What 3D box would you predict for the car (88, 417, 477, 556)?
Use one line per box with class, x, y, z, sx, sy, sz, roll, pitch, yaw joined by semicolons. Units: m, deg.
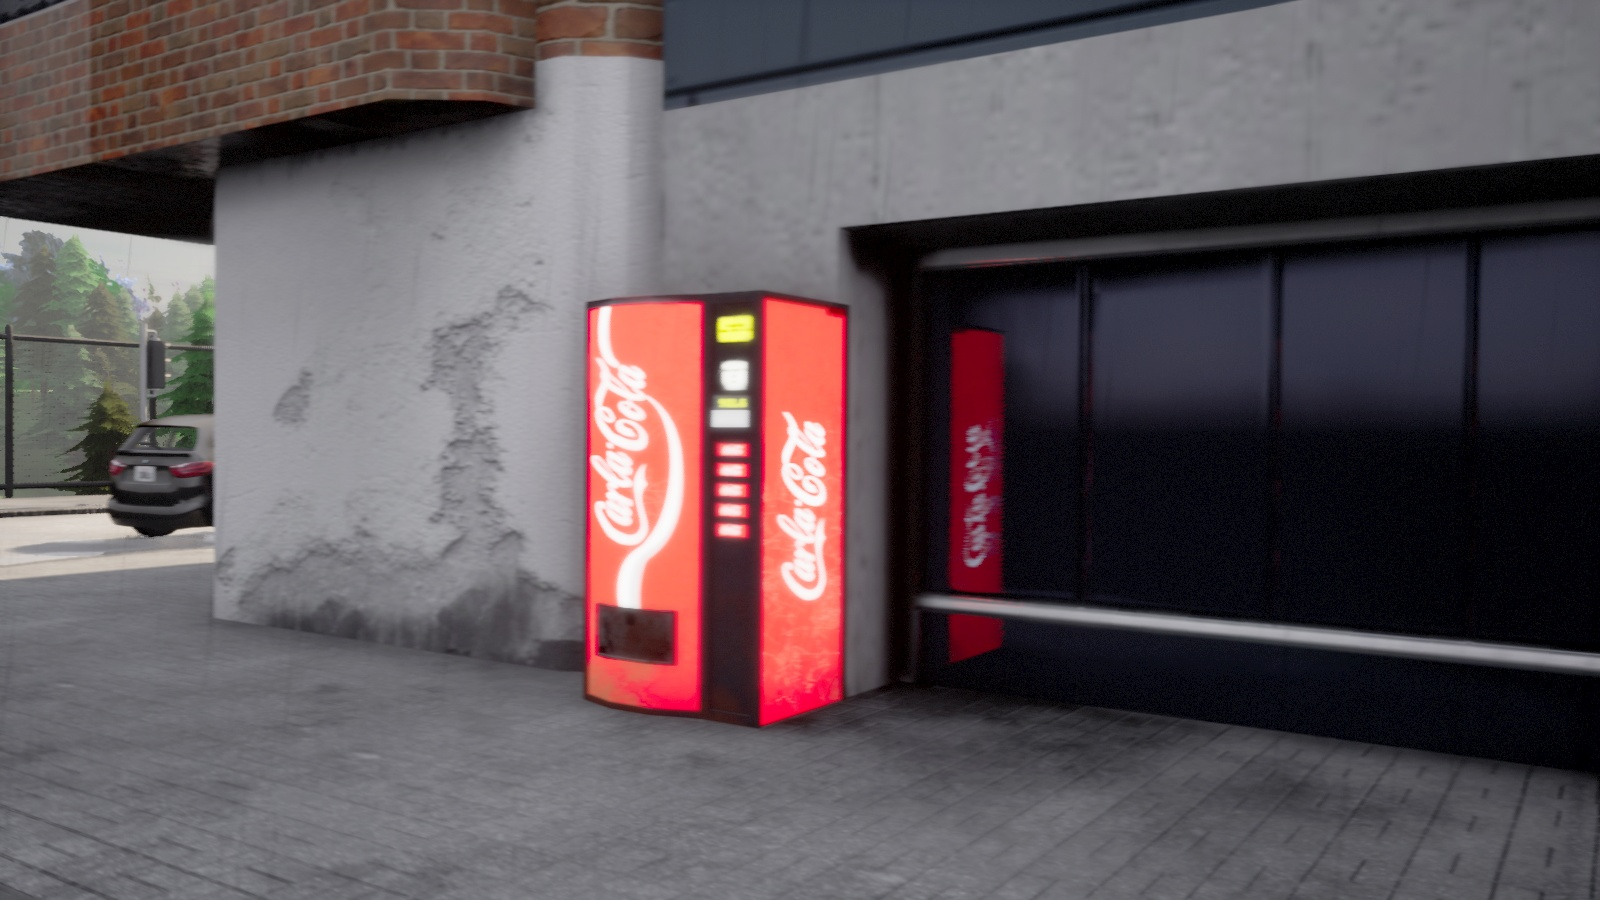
car;-7.026;0.399;17.607;2.242;1.667;4.611;0;1;30
